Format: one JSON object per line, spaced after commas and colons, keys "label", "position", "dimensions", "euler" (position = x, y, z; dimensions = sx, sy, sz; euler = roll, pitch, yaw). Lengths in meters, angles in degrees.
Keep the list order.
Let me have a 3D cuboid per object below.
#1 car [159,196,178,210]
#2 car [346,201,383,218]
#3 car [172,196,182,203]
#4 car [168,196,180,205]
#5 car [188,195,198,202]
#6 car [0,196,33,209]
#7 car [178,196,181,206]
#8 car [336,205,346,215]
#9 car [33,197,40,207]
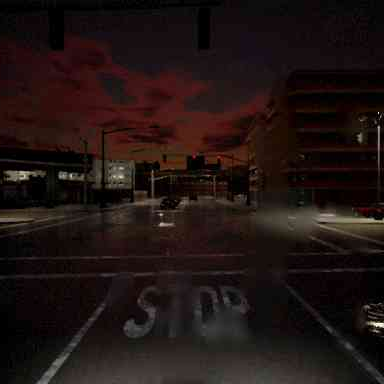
{"label": "car", "position": [-3.101, 1.505, 43.504], "dimensions": [1.837, 1.490, 4.892], "euler": [0, 0, -1]}
{"label": "car", "position": [16.299, 1.601, 28.660], "dimensions": [4.718, 1.301, 1.895], "euler": [0, 0, -3]}
{"label": "car", "position": [-3.294, 1.552, 71.916], "dimensions": [1.994, 1.385, 4.181], "euler": [0, 0, 0]}
{"label": "car", "position": [-3.271, 1.478, 61.891], "dimensions": [1.882, 1.535, 5.008], "euler": [0, 0, 0]}
{"label": "car", "position": [0.204, 1.347, 72.175], "dimensions": [1.837, 1.490, 4.892], "euler": [0, 0, 0]}
{"label": "car", "position": [-23.315, 1.295, 42.064], "dimensions": [4.611, 1.667, 2.242], "euler": [0, 0, 1]}
{"label": "car", "position": [-3.215, 1.352, 52.709], "dimensions": [2.097, 1.767, 4.553], "euler": [0, 0, 0]}
{"label": "car", "position": [16.215, 1.564, 32.143], "dimensions": [4.181, 1.385, 1.994], "euler": [0, 0, 1]}
{"label": "car", "position": [-24.033, 1.456, 47.815], "dimensions": [3.806, 1.475, 1.970], "euler": [0, 0, 1]}
